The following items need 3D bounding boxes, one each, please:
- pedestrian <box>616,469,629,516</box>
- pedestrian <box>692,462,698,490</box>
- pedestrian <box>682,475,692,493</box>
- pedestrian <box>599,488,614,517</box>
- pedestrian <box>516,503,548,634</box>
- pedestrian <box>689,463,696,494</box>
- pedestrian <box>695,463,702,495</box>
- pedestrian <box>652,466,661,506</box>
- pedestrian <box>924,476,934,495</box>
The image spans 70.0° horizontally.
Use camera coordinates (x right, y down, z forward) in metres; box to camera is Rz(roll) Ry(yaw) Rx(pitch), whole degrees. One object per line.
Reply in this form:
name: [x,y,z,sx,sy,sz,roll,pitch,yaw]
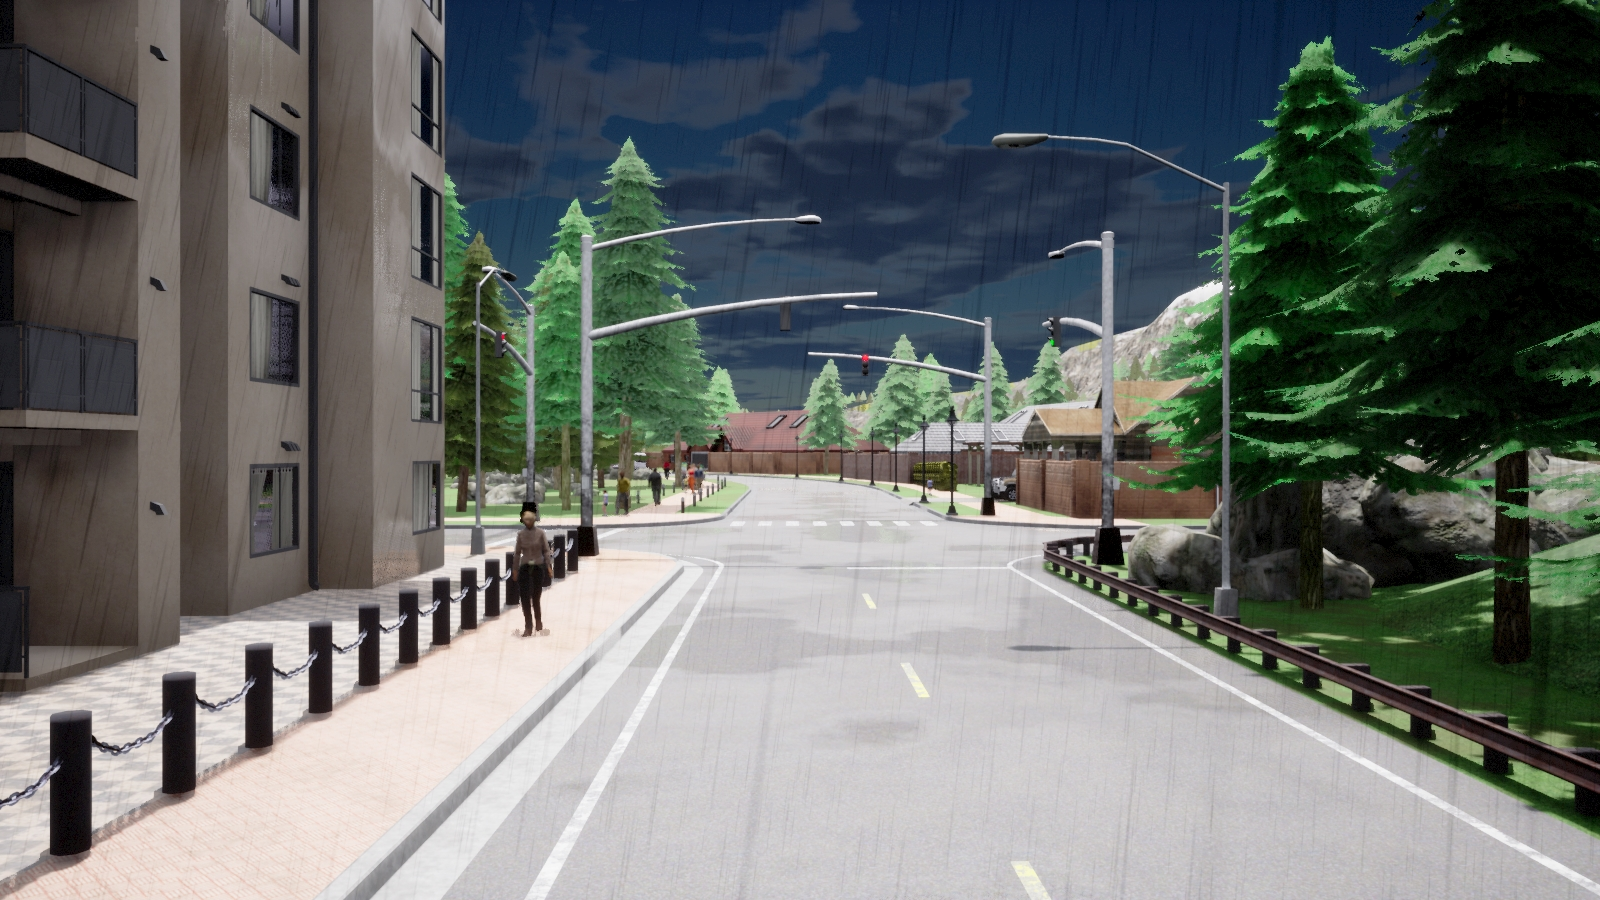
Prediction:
pedestrian: [-7.070,1.699,45.462,0.375,1.860,0.375,0,0,23]
pedestrian: [-6.936,1.709,75.304,0.375,1.860,0.375,0,0,1]
pedestrian: [-6.930,2.086,70.243,0.500,1.100,0.500,0,0,11]
pedestrian: [-7.699,2.082,45.410,0.500,1.100,0.500,0,0,1]
pedestrian: [-3.875,1.706,16.553,0.375,1.860,0.375,0,0,-1]
pedestrian: [-6.460,1.705,68.500,0.375,1.860,0.375,0,0,3]
pedestrian: [-6.007,1.704,67.783,0.375,1.860,0.375,0,0,1]
pedestrian: [-6.739,1.697,53.491,0.375,1.860,0.375,0,0,0]
pedestrian: [7.590,2.089,67.009,0.500,1.100,0.500,0,0,-3]
